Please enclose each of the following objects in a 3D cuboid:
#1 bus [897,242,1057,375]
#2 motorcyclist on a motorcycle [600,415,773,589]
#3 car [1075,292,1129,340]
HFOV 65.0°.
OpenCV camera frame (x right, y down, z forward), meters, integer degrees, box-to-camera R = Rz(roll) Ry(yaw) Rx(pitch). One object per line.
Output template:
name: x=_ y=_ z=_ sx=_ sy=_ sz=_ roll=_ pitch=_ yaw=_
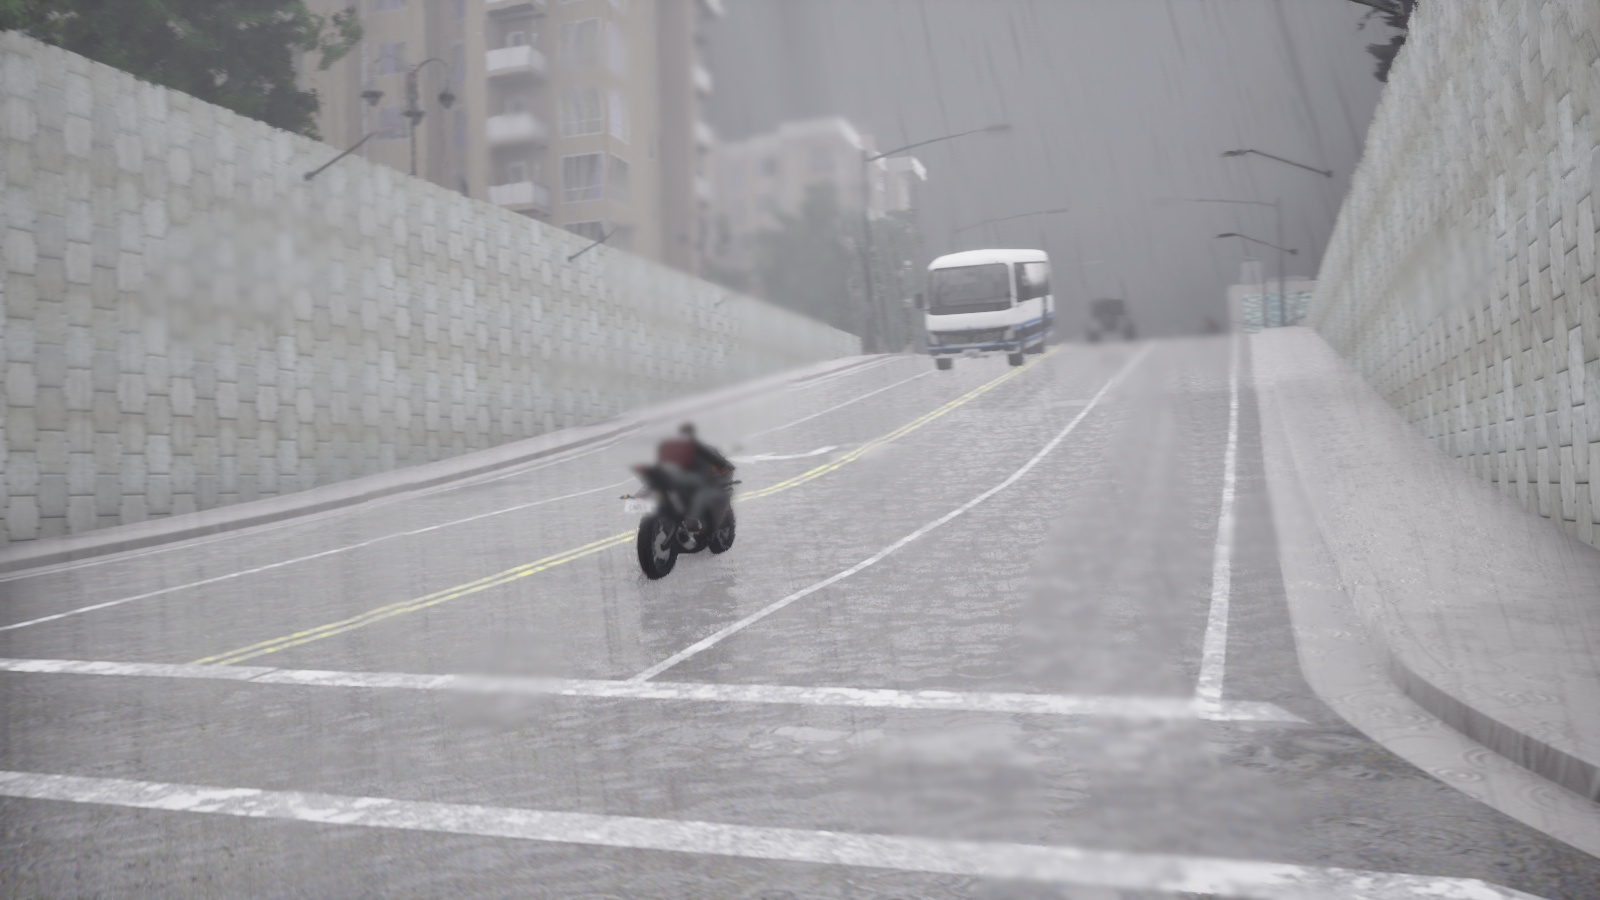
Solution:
bus: x=7.083 y=-5.633 z=48.196 sx=3.944 sy=4.253 sz=10.273 roll=-3 pitch=8 yaw=19
motorcyclist on a motorcycle: x=-1.136 y=0.492 z=13.265 sx=0.866 sy=1.530 sz=2.191 roll=-3 pitch=5 yaw=20
car: x=13.476 y=-5.929 z=55.904 sx=1.905 sy=1.878 sz=3.866 roll=-3 pitch=3 yaw=19
